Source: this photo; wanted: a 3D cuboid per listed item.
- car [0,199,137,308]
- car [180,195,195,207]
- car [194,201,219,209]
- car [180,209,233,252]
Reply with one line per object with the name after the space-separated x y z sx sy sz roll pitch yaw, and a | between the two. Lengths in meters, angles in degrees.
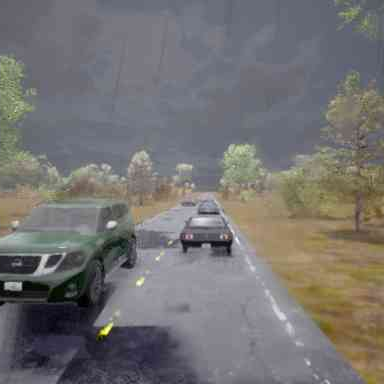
-2.861 1.215 8.297 2.150 2.045 5.566 0 0 2 | car
-0.578 1.303 51.192 2.097 1.767 4.553 0 0 3 | car
1.522 1.546 31.121 1.994 1.385 4.181 0 0 3 | car
0.618 1.595 13.868 1.895 1.301 4.718 0 0 3 | car
